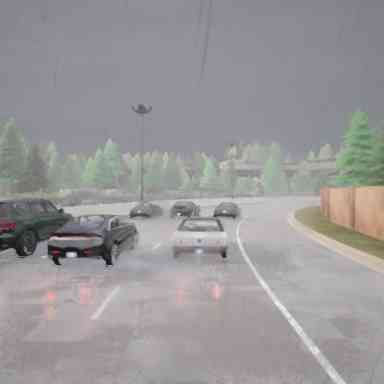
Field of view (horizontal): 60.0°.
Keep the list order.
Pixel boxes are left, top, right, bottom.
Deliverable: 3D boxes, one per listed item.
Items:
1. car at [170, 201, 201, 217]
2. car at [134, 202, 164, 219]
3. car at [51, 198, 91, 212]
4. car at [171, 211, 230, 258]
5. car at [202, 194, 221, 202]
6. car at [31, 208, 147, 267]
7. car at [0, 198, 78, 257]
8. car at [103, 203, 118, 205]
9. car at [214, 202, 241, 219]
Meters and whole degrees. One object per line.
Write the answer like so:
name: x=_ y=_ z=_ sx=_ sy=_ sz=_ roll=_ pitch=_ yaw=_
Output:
car: x=-0.514 y=1.552 z=29.284 sx=1.837 sy=1.490 sz=4.892 roll=0 pitch=0 yaw=13
car: x=-3.964 y=1.612 z=29.837 sx=1.994 sy=1.385 sz=4.181 roll=0 pitch=0 yaw=13
car: x=-15.139 y=1.559 z=42.058 sx=2.128 sy=1.511 sz=4.902 roll=0 pitch=0 yaw=20
car: x=0.398 y=1.622 z=12.918 sx=1.895 sy=1.301 sz=4.718 roll=0 pitch=0 yaw=4
car: x=4.531 y=1.472 z=77.290 sx=2.097 sy=1.767 sz=4.553 roll=0 pitch=0 yaw=39
car: x=-3.175 y=1.510 z=11.532 sx=2.128 sy=1.511 sz=4.902 roll=0 pitch=0 yaw=3
car: x=-6.593 y=1.243 z=13.138 sx=2.150 sy=2.045 sz=5.566 roll=0 pitch=0 yaw=4
car: x=-9.066 y=1.553 z=38.130 sx=2.128 sy=1.511 sz=4.902 roll=0 pitch=0 yaw=18
car: x=3.216 y=1.611 z=29.680 sx=1.994 sy=1.385 sz=4.181 roll=0 pitch=0 yaw=15
